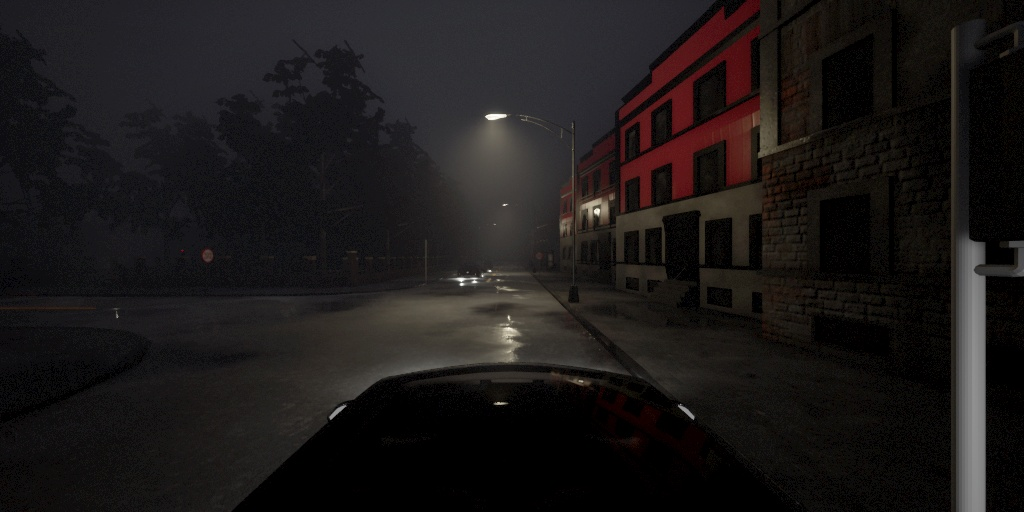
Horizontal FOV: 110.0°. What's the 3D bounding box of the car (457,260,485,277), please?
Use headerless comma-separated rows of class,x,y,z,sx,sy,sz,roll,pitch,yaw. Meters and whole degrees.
car,-4.036,1.314,34.647,1.994,1.385,4.181,0,0,0

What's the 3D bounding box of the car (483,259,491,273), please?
car,-4.017,1.297,43.939,2.033,1.411,5.357,0,0,0

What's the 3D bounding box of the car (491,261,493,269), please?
car,-3.971,1.228,54.351,1.882,1.535,5.008,0,0,0

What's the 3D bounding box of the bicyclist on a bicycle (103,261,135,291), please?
bicyclist on a bicycle,-21.814,1.099,19.925,0.582,1.620,1.656,0,0,0
